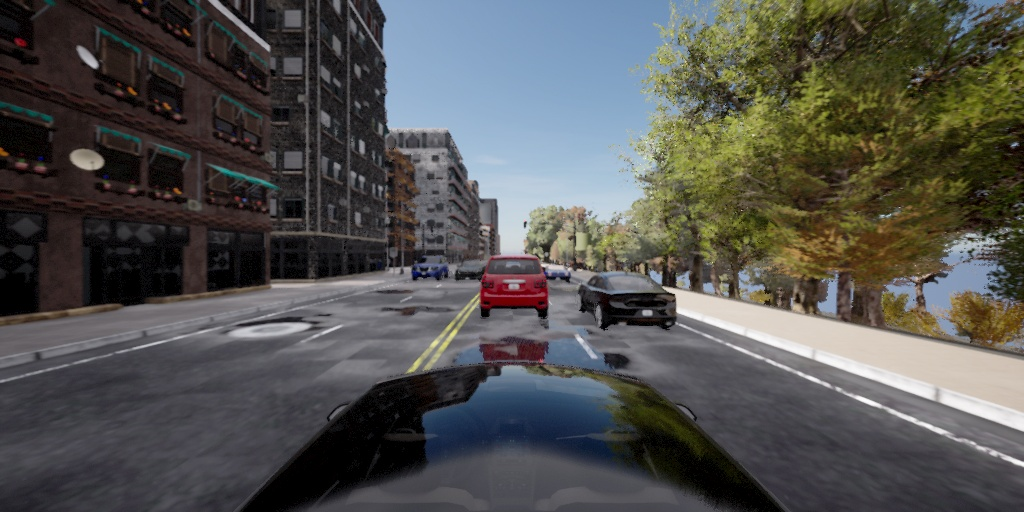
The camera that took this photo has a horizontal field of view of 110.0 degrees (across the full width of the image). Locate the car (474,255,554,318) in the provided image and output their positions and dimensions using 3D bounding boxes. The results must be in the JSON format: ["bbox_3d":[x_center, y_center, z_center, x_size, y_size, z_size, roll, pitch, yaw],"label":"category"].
[{"bbox_3d":[0.076,0.969,13.102,2.150,2.045,5.566,0,0,0],"label":"car"}]

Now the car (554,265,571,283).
[{"bbox_3d":[3.317,1.345,27.979,1.895,1.301,4.718,0,0,0],"label":"car"}]

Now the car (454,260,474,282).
[{"bbox_3d":[-3.349,1.095,29.113,2.097,1.767,4.553,0,0,0],"label":"car"}]

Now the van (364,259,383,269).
[{"bbox_3d":[-22.746,1.351,57.469,3.998,1.789,1.690,0,0,-1],"label":"van"}]

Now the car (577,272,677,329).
[{"bbox_3d":[3.313,1.224,11.226,1.882,1.535,5.008,0,0,0],"label":"car"}]

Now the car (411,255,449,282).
[{"bbox_3d":[-6.602,0.967,29.598,2.150,2.045,5.566,0,0,0],"label":"car"}]
